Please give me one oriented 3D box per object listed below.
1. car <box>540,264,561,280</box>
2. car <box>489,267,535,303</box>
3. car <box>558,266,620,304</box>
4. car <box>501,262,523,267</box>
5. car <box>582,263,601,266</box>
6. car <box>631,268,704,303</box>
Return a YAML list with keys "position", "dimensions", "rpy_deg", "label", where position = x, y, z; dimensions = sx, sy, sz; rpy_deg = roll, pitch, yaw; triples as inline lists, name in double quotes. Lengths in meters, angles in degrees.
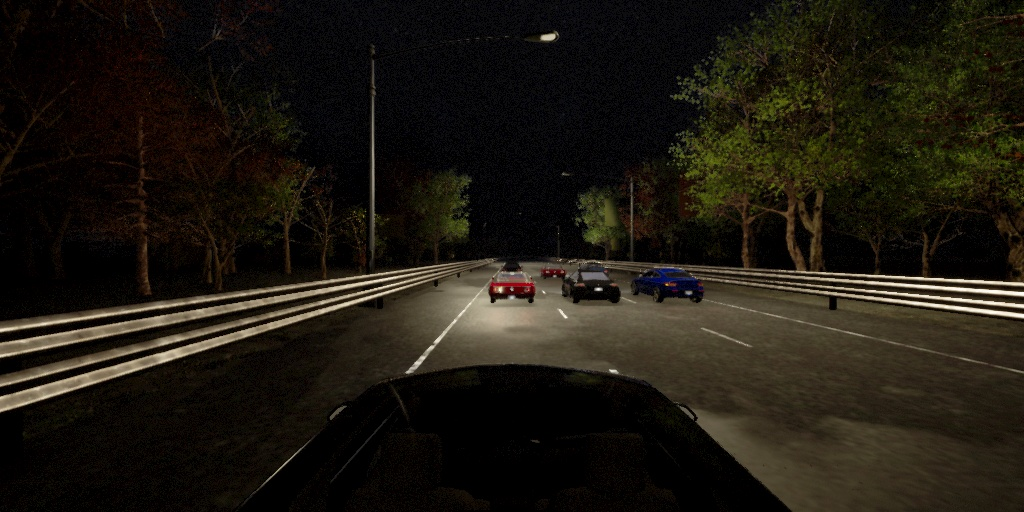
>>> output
- position: [3.500, 1.357, 31.530]
  dimensions: [1.895, 1.301, 4.718]
  rpy_deg: [0, 0, 0]
  label: "car"
- position: [0.000, 1.362, 16.530]
  dimensions: [1.895, 1.301, 4.718]
  rpy_deg: [0, 0, 0]
  label: "car"
- position: [3.500, 1.319, 16.500]
  dimensions: [1.994, 1.385, 4.181]
  rpy_deg: [0, 0, 0]
  label: "car"
- position: [0.000, 1.273, 31.500]
  dimensions: [1.812, 1.442, 4.674]
  rpy_deg: [0, 0, 0]
  label: "car"
- position: [7.000, 1.304, 31.500]
  dimensions: [2.033, 1.411, 5.357]
  rpy_deg: [0, 0, 0]
  label: "car"
- position: [7.000, 1.279, 16.500]
  dimensions: [1.812, 1.442, 4.674]
  rpy_deg: [0, 0, 0]
  label: "car"
